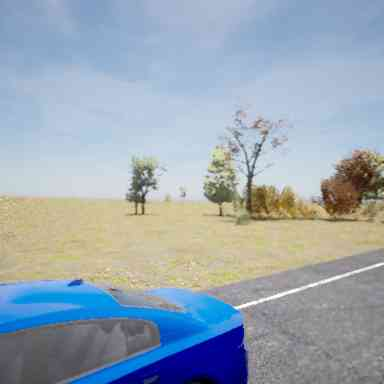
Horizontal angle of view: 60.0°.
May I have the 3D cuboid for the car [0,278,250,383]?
[{"bbox_3d":[-1.699,1.550,2.514,5.008,1.535,1.882,1,-2,-40],"label":"car"}]
